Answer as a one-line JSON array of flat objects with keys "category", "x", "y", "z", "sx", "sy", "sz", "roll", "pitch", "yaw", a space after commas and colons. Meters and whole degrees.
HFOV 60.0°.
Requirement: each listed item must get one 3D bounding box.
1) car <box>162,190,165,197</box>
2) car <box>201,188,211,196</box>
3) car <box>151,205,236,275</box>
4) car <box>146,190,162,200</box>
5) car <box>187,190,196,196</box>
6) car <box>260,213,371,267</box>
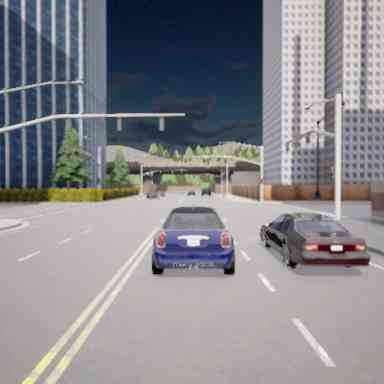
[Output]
[{"category": "car", "x": -7.076, "y": 0.353, "z": 74.955, "sx": 2.128, "sy": 1.511, "sz": 4.902, "roll": 0, "pitch": 1, "yaw": 0}, {"category": "car", "x": 3.419, "y": -0.044, "z": 79.804, "sx": 2.150, "sy": 2.045, "sz": 5.566, "roll": 0, "pitch": 1, "yaw": 0}, {"category": "car", "x": 0.050, "y": 1.192, "z": 10.091, "sx": 2.097, "sy": 1.767, "sz": 4.553, "roll": 0, "pitch": 1, "yaw": 0}, {"category": "car", "x": -7.101, "y": 0.569, "z": 59.794, "sx": 1.837, "sy": 1.490, "sz": 4.892, "roll": 0, "pitch": 1, "yaw": 1}, {"category": "car", "x": -0.081, "y": 0.255, "z": 79.775, "sx": 1.812, "sy": 1.442, "sz": 4.674, "roll": 0, "pitch": 1, "yaw": 0}, {"category": "car", "x": 3.554, "y": 1.379, "z": 10.653, "sx": 2.033, "sy": 1.411, "sz": 5.357, "roll": 0, "pitch": 1, "yaw": 0}]
